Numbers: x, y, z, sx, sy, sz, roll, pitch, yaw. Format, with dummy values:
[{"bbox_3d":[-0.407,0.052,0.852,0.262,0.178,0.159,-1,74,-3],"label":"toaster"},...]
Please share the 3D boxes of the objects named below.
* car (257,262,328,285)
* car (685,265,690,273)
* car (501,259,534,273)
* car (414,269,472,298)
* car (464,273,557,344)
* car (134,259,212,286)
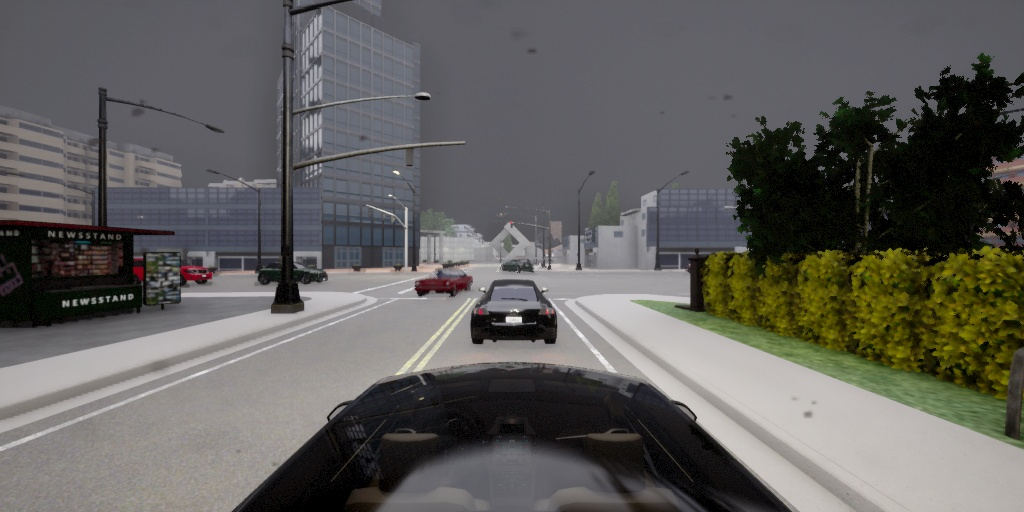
[{"bbox_3d":[-16.495,1.210,27.168,4.553,1.767,2.097,-1,0,-1],"label":"car"},{"bbox_3d":[21.199,1.177,38.330,5.008,1.535,1.882,0,0,-1],"label":"car"},{"bbox_3d":[0.592,1.110,42.891,2.097,1.767,4.553,0,0,-34],"label":"car"},{"bbox_3d":[-3.467,1.365,18.827,1.895,1.301,4.718,0,0,6],"label":"car"},{"bbox_3d":[0.045,1.314,9.583,1.994,1.385,4.181,0,0,0],"label":"car"},{"bbox_3d":[-26.012,1.190,27.051,5.566,2.045,2.150,-1,0,-1],"label":"car"}]
